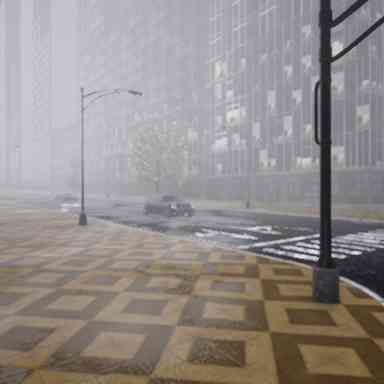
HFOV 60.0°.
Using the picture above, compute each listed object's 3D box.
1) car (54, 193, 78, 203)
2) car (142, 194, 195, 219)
[{"bbox_3d":[-16.448,0.757,43.335,1.895,1.301,4.718,0,1,-38],"label":"car"},{"bbox_3d":[-1.781,0.941,24.596,2.097,1.767,4.553,0,1,-38],"label":"car"}]
